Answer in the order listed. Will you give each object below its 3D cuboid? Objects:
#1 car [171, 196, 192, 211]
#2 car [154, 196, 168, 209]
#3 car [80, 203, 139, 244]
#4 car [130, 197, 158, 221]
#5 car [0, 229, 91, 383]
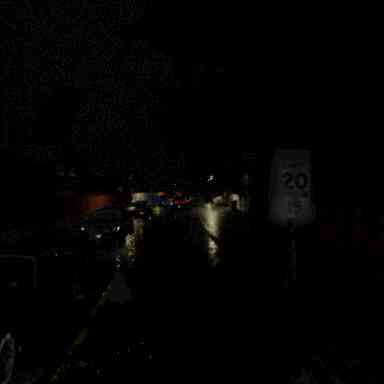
[{"bbox_3d":[-1.287,1.232,37.062,1.837,1.490,4.892,-1,1,1],"label":"car"},{"bbox_3d":[-4.013,1.211,40.816,1.882,1.535,5.008,-1,0,2],"label":"car"},{"bbox_3d":[-3.790,1.444,15.399,1.812,1.442,4.674,-1,0,-3],"label":"car"},{"bbox_3d":[-4.140,1.388,25.735,2.033,1.411,5.357,-1,0,-1],"label":"car"},{"bbox_3d":[-3.142,1.592,5.253,1.895,1.301,4.718,-1,0,-5],"label":"car"}]
